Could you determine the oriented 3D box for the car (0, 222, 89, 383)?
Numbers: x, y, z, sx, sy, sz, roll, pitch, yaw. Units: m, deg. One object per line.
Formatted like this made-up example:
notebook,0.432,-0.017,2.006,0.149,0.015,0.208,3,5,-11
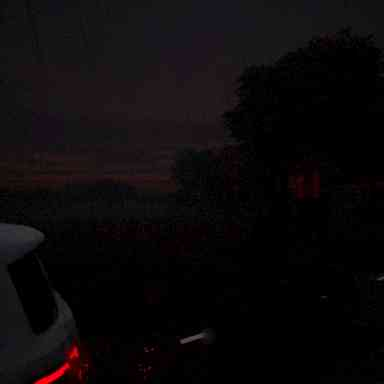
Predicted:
car,-3.195,1.222,1.099,5.566,2.045,2.150,0,0,-36
